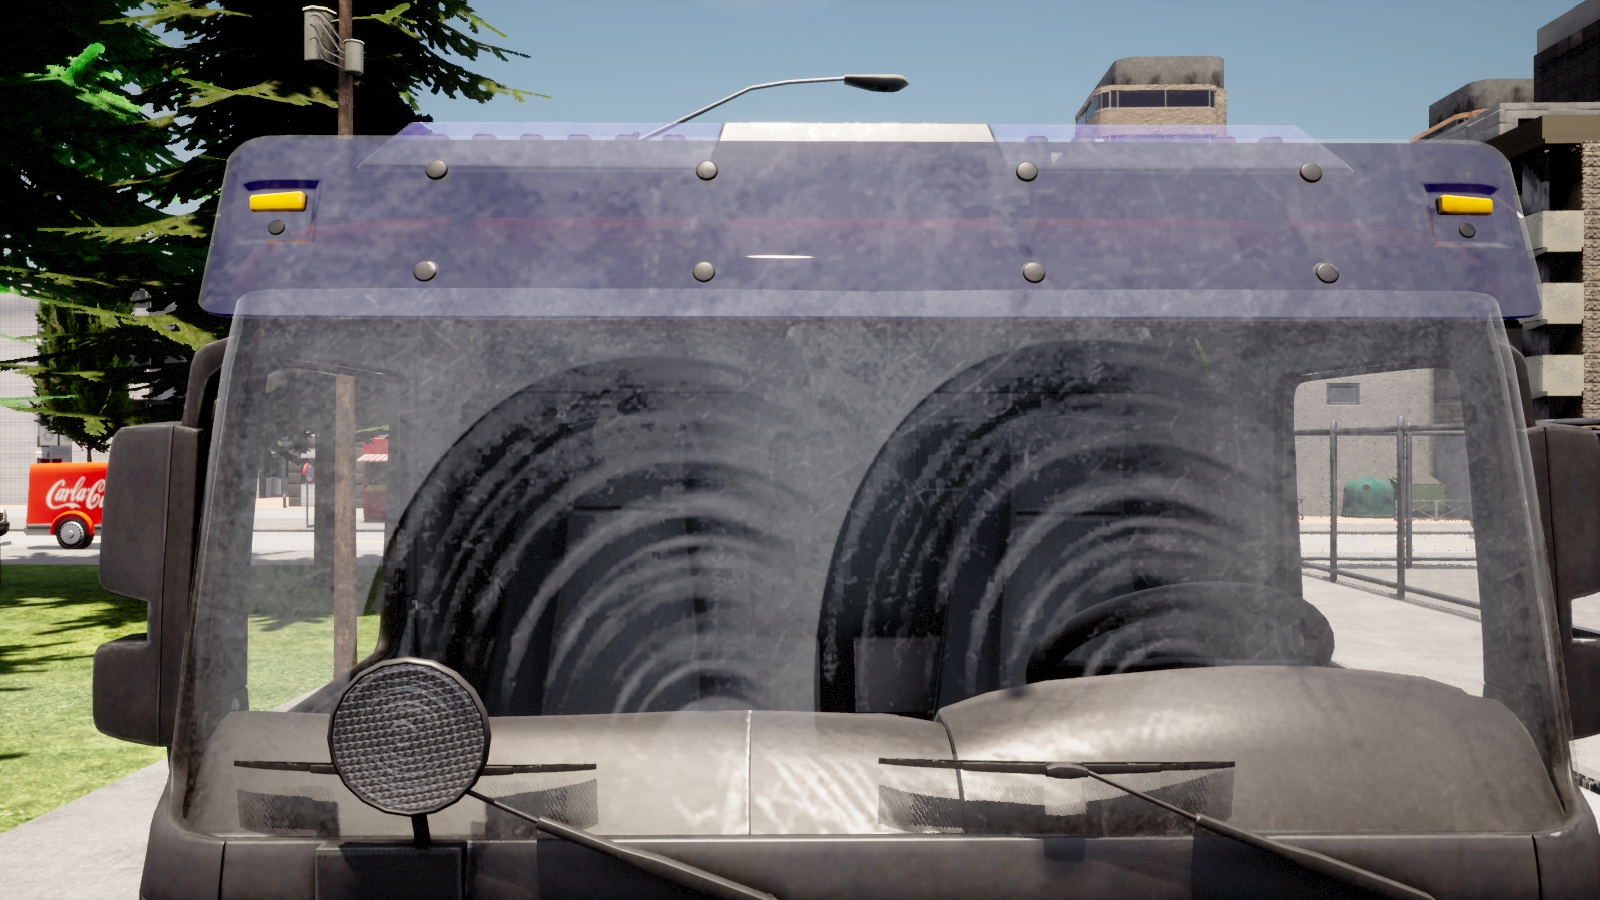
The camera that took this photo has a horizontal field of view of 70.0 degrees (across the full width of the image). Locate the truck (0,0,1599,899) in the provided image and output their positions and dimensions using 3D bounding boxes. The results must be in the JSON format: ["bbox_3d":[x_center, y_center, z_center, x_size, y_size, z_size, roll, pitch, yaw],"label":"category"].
[{"bbox_3d":[0.092,0.670,5.580,2.891,3.827,8.468,0,0,-1],"label":"truck"}]

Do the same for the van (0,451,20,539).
[{"bbox_3d":[-26.239,1.314,33.169,5.915,2.561,1.988,0,0,2],"label":"van"}]

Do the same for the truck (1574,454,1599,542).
[{"bbox_3d":[25.055,1.348,31.797,5.204,2.467,2.627,0,0,3],"label":"truck"}]

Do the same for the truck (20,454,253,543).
[{"bbox_3d":[-19.012,1.348,32.943,5.204,2.467,2.627,0,0,1],"label":"truck"}]

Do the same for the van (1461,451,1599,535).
[{"bbox_3d":[24.242,1.314,35.747,5.915,2.561,1.988,0,0,1],"label":"van"}]
